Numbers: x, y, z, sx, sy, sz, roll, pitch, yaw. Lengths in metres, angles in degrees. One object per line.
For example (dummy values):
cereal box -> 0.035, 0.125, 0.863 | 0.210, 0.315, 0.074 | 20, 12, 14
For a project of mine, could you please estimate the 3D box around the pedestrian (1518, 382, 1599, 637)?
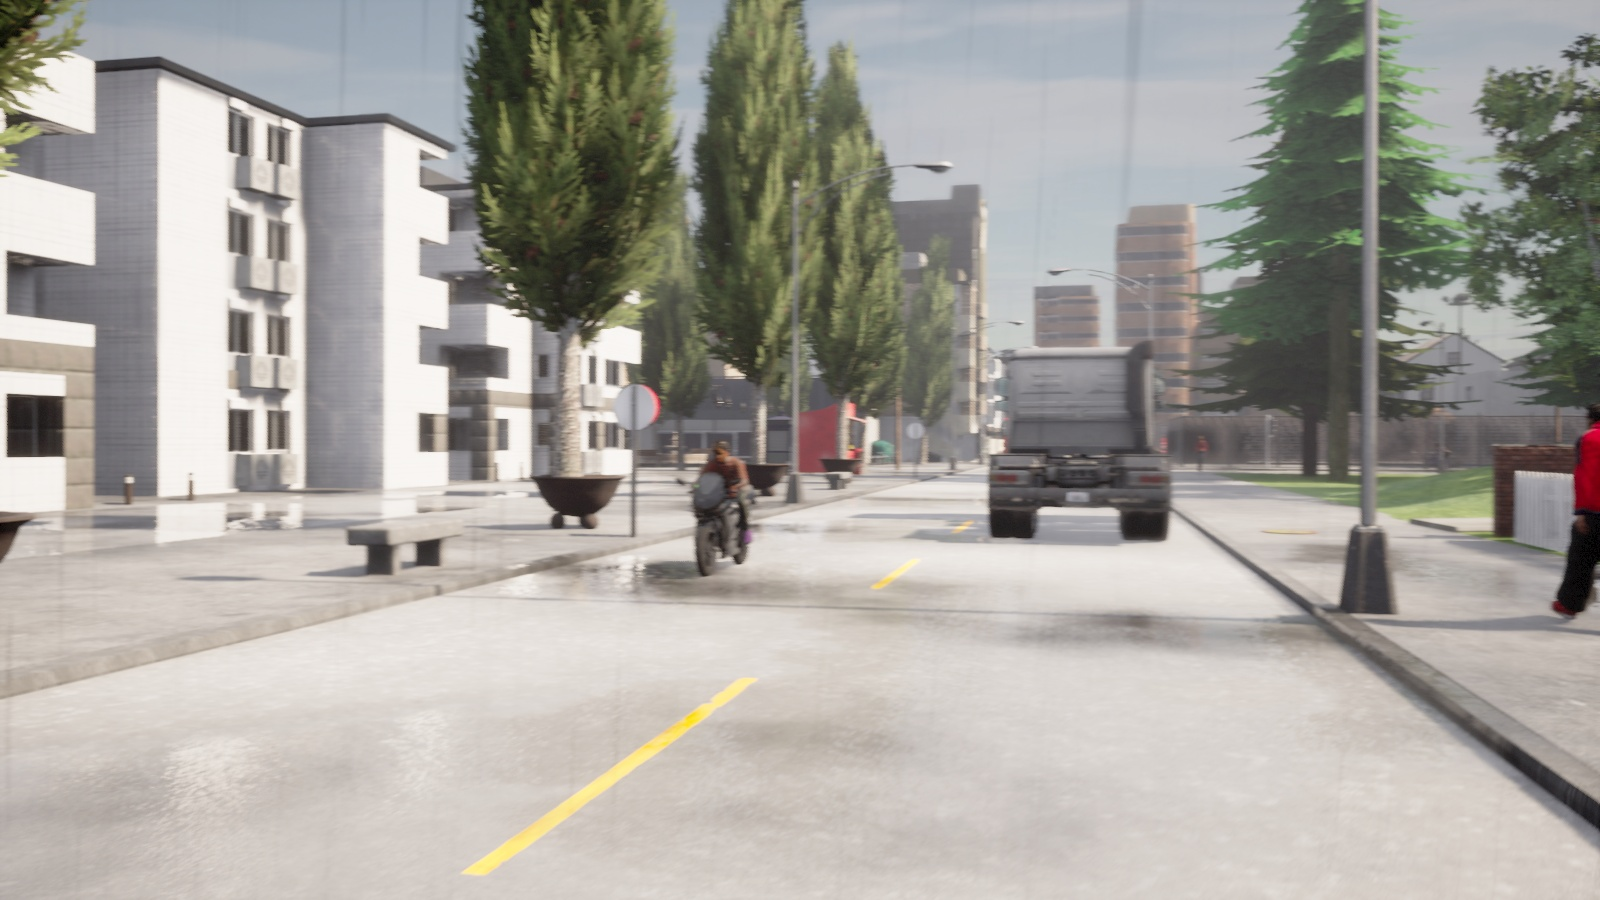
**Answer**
pedestrian -> 6.025, 0.429, 9.536 | 0.634, 1.844, 0.899 | 0, 0, 1

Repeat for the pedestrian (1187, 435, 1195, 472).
pedestrian -> 19.739, 0.192, 63.400 | 0.331, 1.846, 0.636 | 0, 0, 15

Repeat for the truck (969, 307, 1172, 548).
truck -> 4.772, -0.338, 22.221 | 2.891, 3.462, 7.936 | 0, 0, 12

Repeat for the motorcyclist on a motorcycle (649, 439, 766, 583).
motorcyclist on a motorcycle -> -1.023, 0.645, 14.448 | 0.797, 1.523, 2.044 | 0, 0, 12

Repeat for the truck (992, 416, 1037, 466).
truck -> 15.712, -0.671, 91.561 | 2.891, 3.462, 7.936 | 0, 0, 12
